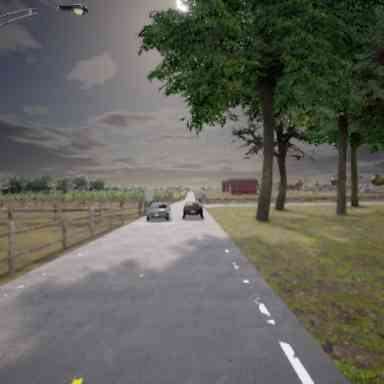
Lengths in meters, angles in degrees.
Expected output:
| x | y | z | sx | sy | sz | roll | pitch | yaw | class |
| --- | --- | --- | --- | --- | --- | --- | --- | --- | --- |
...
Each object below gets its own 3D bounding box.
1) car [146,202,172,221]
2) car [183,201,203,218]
| x | y | z | sx | sy | sz | roll | pitch | yaw | class |
| --- | --- | --- | --- | --- | --- | --- | --- | --- | --- |
| -2.778 | 1.640 | 28.605 | 1.837 | 1.490 | 4.892 | 0 | -1 | 1 | car |
| 0.101 | 1.636 | 32.686 | 1.882 | 1.535 | 5.008 | 0 | 0 | 0 | car |
